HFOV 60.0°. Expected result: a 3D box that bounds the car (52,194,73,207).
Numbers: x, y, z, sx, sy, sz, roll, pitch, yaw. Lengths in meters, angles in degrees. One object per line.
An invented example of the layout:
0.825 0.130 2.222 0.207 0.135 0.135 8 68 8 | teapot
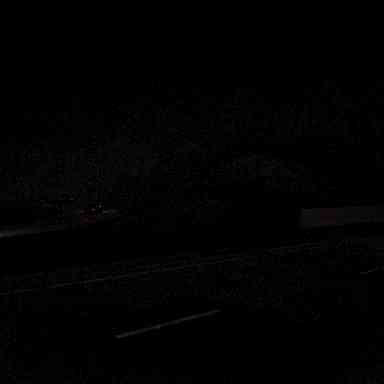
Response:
-21.099 1.327 54.198 2.150 2.045 5.566 1 0 -35 | car

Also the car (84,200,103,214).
-10.864 1.618 36.564 1.812 1.442 4.674 1 0 -16 | car
